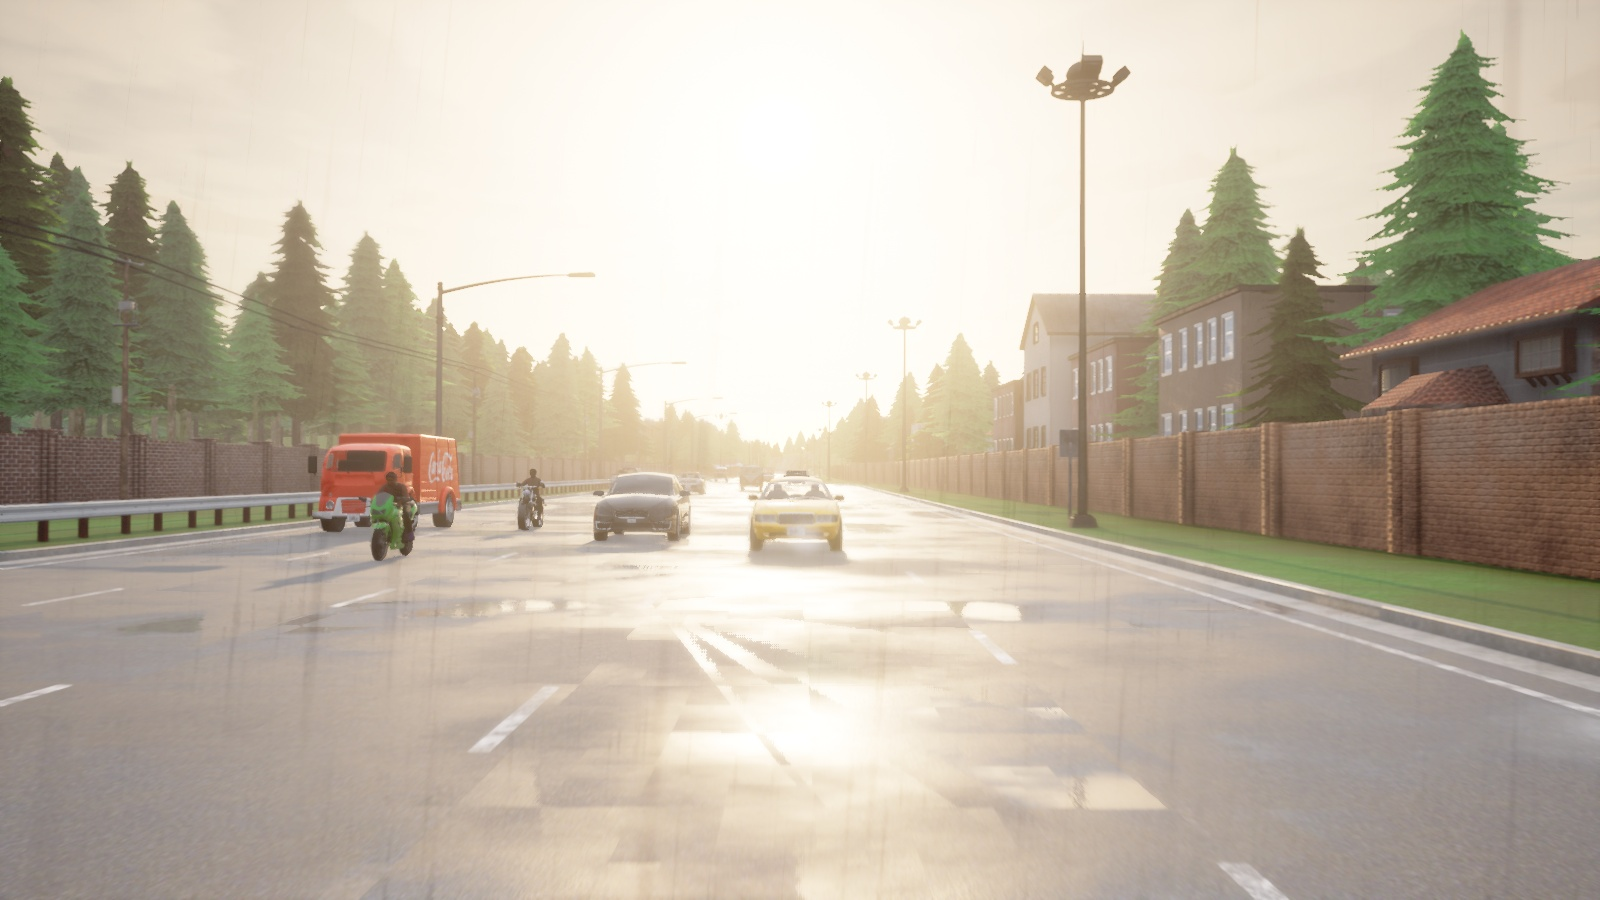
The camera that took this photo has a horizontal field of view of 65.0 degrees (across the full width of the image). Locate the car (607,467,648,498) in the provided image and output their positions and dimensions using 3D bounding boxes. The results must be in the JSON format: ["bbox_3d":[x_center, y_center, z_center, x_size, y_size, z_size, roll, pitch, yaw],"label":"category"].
[{"bbox_3d":[-10.695,1.984,78.239,1.932,1.855,4.605,0,-1,0],"label":"car"}]

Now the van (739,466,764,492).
[{"bbox_3d":[-3.743,2.219,97.745,1.775,1.987,4.442,0,-1,0],"label":"van"}]

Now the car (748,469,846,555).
[{"bbox_3d":[-0.065,1.187,25.880,1.801,1.575,5.366,0,-1,0],"label":"car"}]

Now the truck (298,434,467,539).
[{"bbox_3d":[-10.582,0.912,32.365,2.627,2.467,5.204,0,-1,0],"label":"truck"}]

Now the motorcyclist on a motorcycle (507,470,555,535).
[{"bbox_3d":[-7.083,1.348,33.112,0.766,1.649,2.350,0,-1,0],"label":"motorcyclist on a motorcycle"}]

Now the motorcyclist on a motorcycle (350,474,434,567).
[{"bbox_3d":[-7.054,1.190,21.806,0.797,1.523,2.044,0,-1,0],"label":"motorcyclist on a motorcycle"}]

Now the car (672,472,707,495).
[{"bbox_3d":[-7.204,2.186,82.293,1.970,1.475,3.806,0,-1,0],"label":"car"}]

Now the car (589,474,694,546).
[{"bbox_3d":[-3.572,1.321,29.101,1.837,1.490,4.892,0,-1,0],"label":"car"}]
